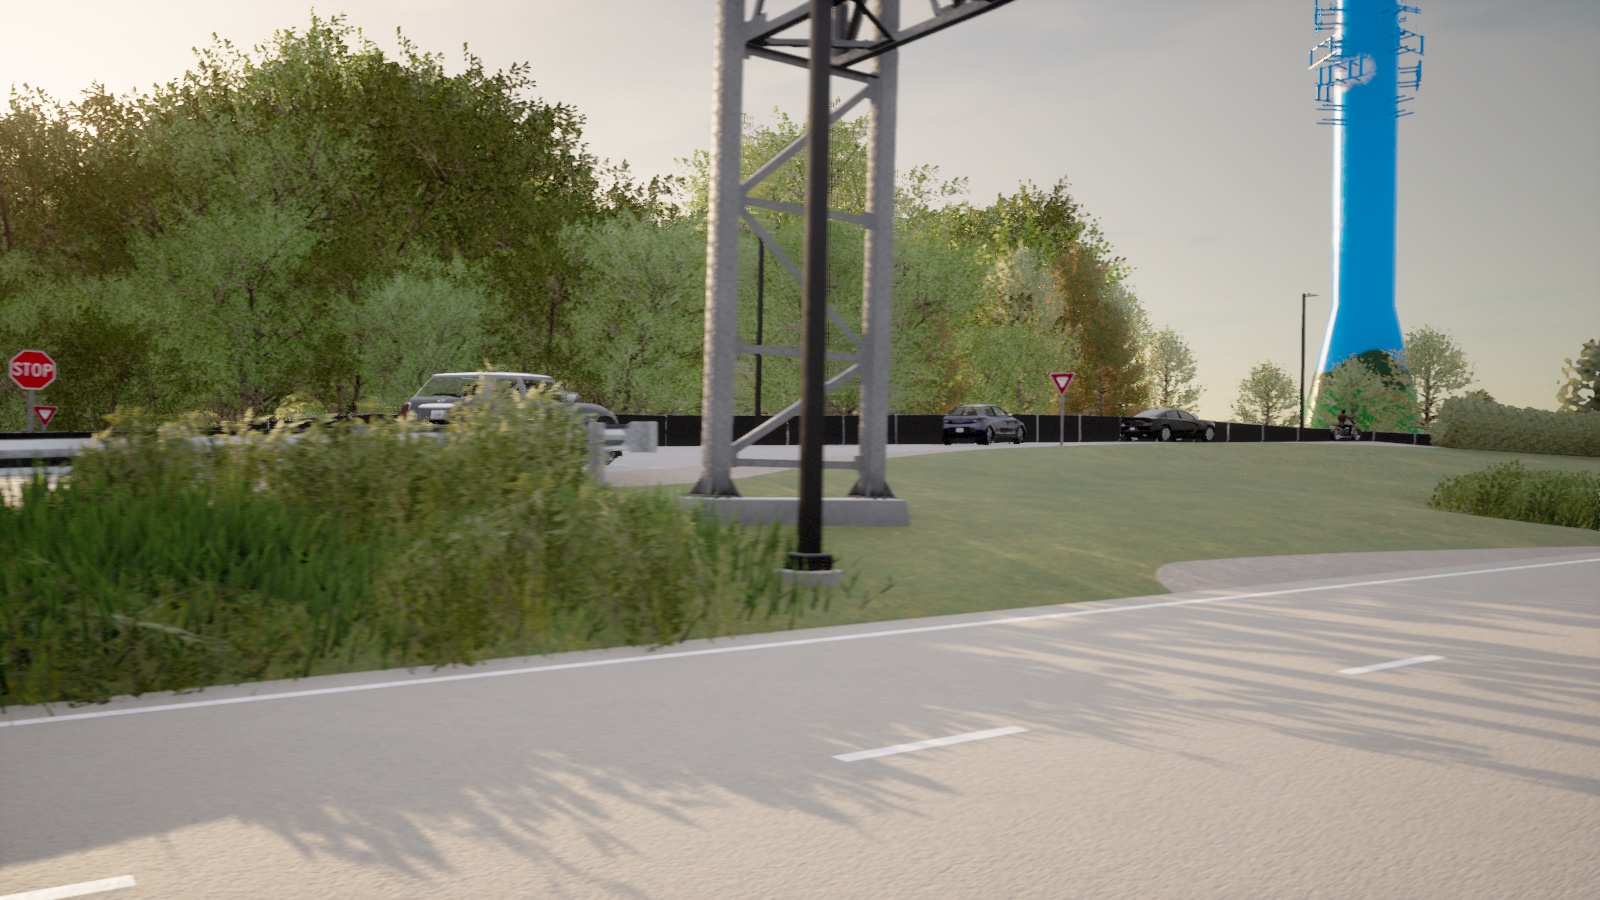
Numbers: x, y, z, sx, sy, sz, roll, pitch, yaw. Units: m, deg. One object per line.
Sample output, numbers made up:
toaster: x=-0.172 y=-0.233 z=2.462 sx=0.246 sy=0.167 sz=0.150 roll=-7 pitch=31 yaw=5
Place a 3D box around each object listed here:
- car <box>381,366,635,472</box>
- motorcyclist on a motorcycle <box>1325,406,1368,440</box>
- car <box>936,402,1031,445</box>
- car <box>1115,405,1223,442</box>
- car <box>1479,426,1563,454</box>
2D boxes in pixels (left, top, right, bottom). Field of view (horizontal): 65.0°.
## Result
car: x=-4.452 y=-0.474 z=19.721 sx=1.970 sy=1.475 sz=3.806 roll=0 pitch=1 yaw=25
motorcyclist on a motorcycle: x=27.172 y=-1.320 z=62.475 sx=2.350 sy=1.649 sz=0.766 roll=1 pitch=-1 yaw=-32
car: x=6.680 y=-0.947 z=45.467 sx=1.816 sy=1.474 sz=4.193 roll=-1 pitch=1 yaw=33
car: x=16.318 y=-1.155 z=55.472 sx=5.008 sy=1.535 sz=1.882 roll=-1 pitch=0 yaw=-36
car: x=42.119 y=-0.568 z=73.378 sx=3.806 sy=1.475 sz=1.970 roll=2 pitch=-1 yaw=-5
